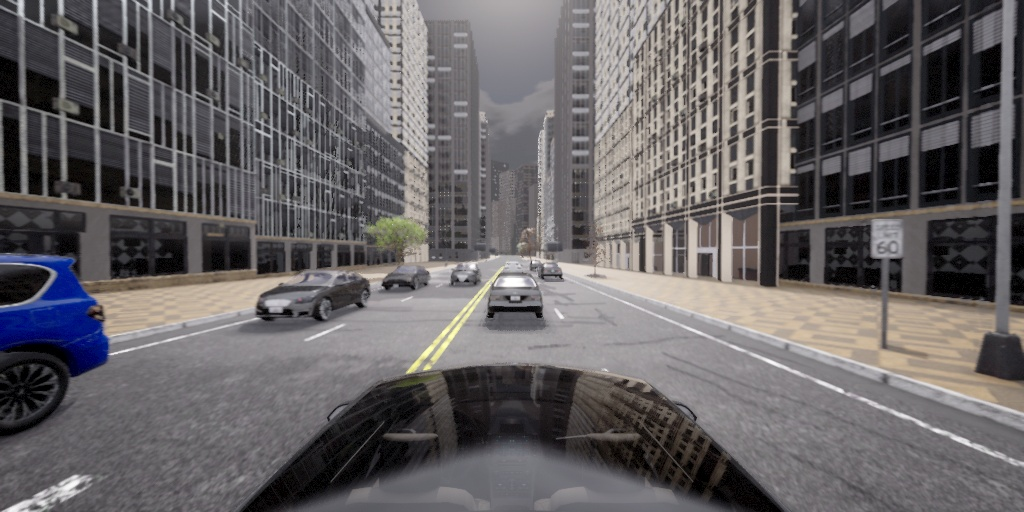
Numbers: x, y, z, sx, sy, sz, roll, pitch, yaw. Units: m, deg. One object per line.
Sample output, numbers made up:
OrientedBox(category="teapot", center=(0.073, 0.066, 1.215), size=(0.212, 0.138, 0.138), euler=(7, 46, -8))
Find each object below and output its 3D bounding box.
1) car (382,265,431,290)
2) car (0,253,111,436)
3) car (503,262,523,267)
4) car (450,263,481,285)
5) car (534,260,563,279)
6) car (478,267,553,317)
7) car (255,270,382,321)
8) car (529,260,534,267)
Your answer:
OrientedBox(category="car", center=(-6.506, 1.294, 22.756), size=(2.033, 1.411, 5.357), euler=(0, 0, 0))
OrientedBox(category="car", center=(-6.599, 0.970, 2.542), size=(2.150, 2.045, 5.566), euler=(0, 0, 0))
OrientedBox(category="car", center=(0.096, 1.269, 35.760), size=(1.812, 1.442, 4.674), euler=(0, 0, 0))
OrientedBox(category="car", center=(-3.255, 1.261, 25.961), size=(2.128, 1.511, 4.902), euler=(0, 0, 0))
OrientedBox(category="car", center=(3.346, 1.292, 31.942), size=(2.033, 1.411, 5.357), euler=(0, 0, 0))
OrientedBox(category="car", center=(0.097, 1.296, 13.128), size=(2.033, 1.411, 5.357), euler=(0, 0, 0))
OrientedBox(category="car", center=(-6.567, 1.240, 12.451), size=(2.128, 1.511, 4.902), euler=(0, 0, 0))
OrientedBox(category="car", center=(3.339, 1.282, 49.342), size=(2.033, 1.411, 5.357), euler=(0, 0, 0))
